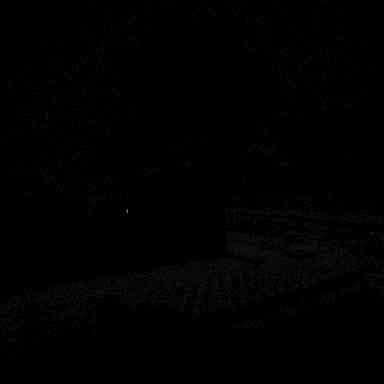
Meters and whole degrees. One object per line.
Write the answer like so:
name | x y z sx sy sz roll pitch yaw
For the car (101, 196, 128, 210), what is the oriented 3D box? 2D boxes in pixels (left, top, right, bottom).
car | -8.334 1.146 35.601 1.994 1.385 4.181 -2 2 -35
